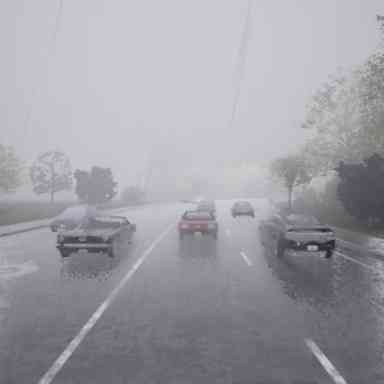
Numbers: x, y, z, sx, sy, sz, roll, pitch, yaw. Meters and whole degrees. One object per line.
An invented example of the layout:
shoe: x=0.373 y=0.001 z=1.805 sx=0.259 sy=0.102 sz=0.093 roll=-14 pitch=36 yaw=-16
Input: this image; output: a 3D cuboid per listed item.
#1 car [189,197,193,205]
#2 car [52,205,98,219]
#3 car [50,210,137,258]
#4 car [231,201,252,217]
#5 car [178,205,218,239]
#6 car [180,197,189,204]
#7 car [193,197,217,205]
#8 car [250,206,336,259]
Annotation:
car: x=1.356 y=1.523 z=55.091 sx=1.812 sy=1.442 sz=4.674 roll=0 pitch=0 yaw=14
car: x=-6.729 y=1.523 z=19.916 sx=1.812 sy=1.442 sz=4.674 roll=0 pitch=0 yaw=3
car: x=-3.462 y=1.600 z=12.892 sx=1.895 sy=1.301 sz=4.718 roll=0 pitch=0 yaw=1
car: x=4.708 y=1.566 z=31.092 sx=1.994 sy=1.385 sz=4.181 roll=0 pitch=0 yaw=5
car: x=0.358 y=1.600 z=17.443 sx=1.895 sy=1.301 sz=4.718 roll=0 pitch=0 yaw=2
car: x=-0.739 y=1.554 z=60.925 sx=1.994 sy=1.385 sz=4.181 roll=0 pitch=0 yaw=16
car: x=1.657 y=1.548 z=35.861 sx=2.033 sy=1.411 sz=5.357 roll=0 pitch=0 yaw=7
car: x=3.733 y=1.492 z=12.587 sx=2.128 sy=1.511 sz=4.902 roll=0 pitch=0 yaw=1
